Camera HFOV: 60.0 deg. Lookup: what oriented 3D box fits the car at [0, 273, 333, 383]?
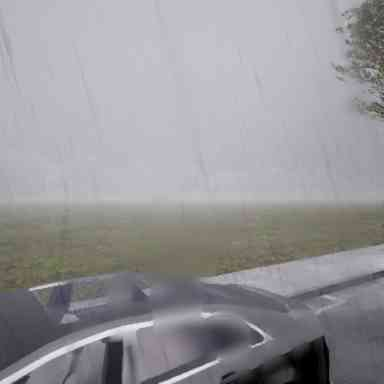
[{"bbox_3d":[-0.997,1.492,2.359,4.902,1.511,2.128,0,0,-36],"label":"car"}]
